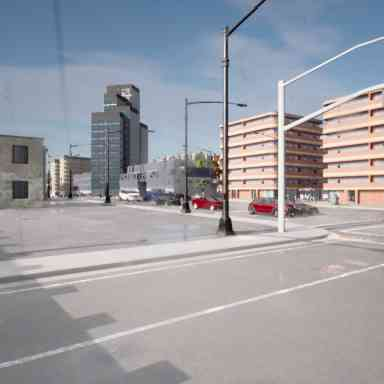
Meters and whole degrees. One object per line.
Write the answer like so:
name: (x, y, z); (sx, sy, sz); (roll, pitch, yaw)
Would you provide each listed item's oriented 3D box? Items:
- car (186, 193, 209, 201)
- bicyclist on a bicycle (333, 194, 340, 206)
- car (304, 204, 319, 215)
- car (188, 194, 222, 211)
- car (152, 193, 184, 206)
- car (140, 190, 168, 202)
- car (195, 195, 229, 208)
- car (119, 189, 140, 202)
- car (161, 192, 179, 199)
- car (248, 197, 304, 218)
car: (0.964, 0.959, 63.321); (1.895, 1.301, 4.718); (0, 1, -34)
bicyclist on a bicycle: (19.976, 1.094, 45.979); (1.656, 1.620, 0.582); (0, 1, -34)
car: (9.492, 1.413, 32.096); (2.033, 1.411, 5.357); (0, 1, -35)
car: (1.962, 1.229, 36.894); (1.882, 1.535, 5.008); (0, 1, -34)
car: (-3.163, 1.157, 44.402); (1.994, 1.385, 4.181); (0, 1, -34)
car: (-6.386, 0.926, 55.363); (1.812, 1.442, 4.674); (0, 1, -34)
car: (2.493, 1.205, 42.329); (1.812, 1.442, 4.674); (0, 1, -34)
car: (-10.234, 0.583, 54.853); (2.150, 2.045, 5.566); (0, 2, -31)
car: (-4.676, 0.661, 71.557); (1.994, 1.385, 4.181); (0, 1, -34)
car: (7.111, 1.231, 29.387); (2.097, 1.767, 4.553); (0, 1, -34)
